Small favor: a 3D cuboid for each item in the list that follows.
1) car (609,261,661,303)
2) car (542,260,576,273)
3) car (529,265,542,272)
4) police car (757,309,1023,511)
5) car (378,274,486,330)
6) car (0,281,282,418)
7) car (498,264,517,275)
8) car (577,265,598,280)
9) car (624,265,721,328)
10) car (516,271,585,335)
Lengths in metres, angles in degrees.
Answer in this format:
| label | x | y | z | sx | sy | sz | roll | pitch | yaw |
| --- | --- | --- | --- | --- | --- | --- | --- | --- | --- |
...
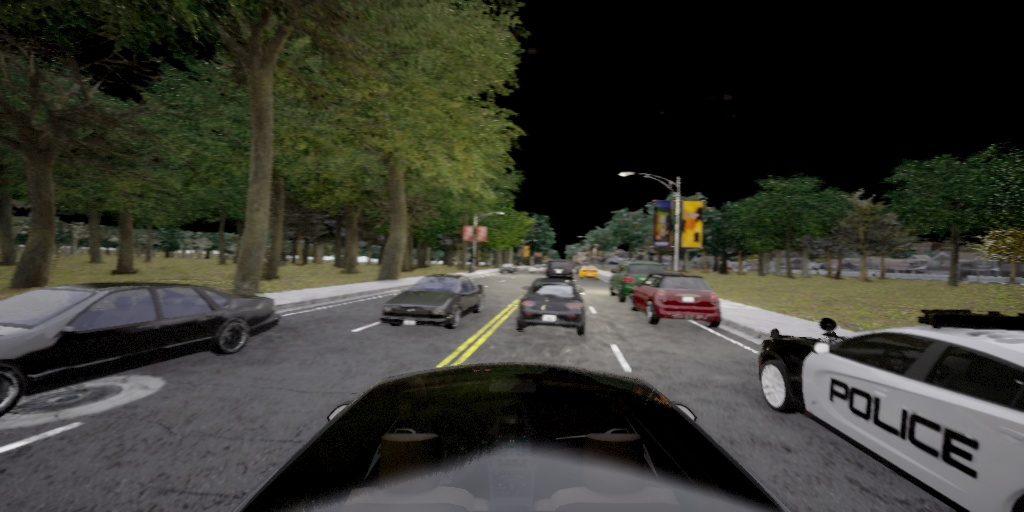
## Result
| label | x | y | z | sx | sy | sz | roll | pitch | yaw |
| --- | --- | --- | --- | --- | --- | --- | --- | --- | --- |
| car | 6.571 | 1.326 | 19.113 | 2.150 | 2.045 | 5.566 | 2 | -1 | 8 |
| car | 3.881 | 1.329 | 29.442 | 2.150 | 2.045 | 5.566 | 2 | -1 | 8 |
| car | 3.614 | 1.932 | 51.915 | 1.895 | 1.301 | 4.718 | 2 | -1 | 8 |
| police car | 4.314 | 1.325 | 3.352 | 1.930 | 1.638 | 5.238 | 2 | 0 | 8 |
| car | -2.166 | 1.307 | 11.557 | 2.033 | 1.411 | 5.357 | 2 | 0 | 8 |
| car | -6.300 | 1.127 | 5.585 | 2.033 | 1.411 | 5.357 | 2 | 0 | 8 |
| car | -0.431 | 1.691 | 46.639 | 2.033 | 1.411 | 5.357 | 2 | -1 | 8 |
| car | 8.713 | 1.855 | 40.862 | 1.882 | 1.535 | 5.008 | 2 | 0 | 8 |
| car | 5.710 | 1.374 | 13.113 | 2.097 | 1.767 | 4.553 | 2 | 0 | 8 |
| car | 1.251 | 1.390 | 11.082 | 1.812 | 1.442 | 4.674 | 2 | 0 | 8 |
